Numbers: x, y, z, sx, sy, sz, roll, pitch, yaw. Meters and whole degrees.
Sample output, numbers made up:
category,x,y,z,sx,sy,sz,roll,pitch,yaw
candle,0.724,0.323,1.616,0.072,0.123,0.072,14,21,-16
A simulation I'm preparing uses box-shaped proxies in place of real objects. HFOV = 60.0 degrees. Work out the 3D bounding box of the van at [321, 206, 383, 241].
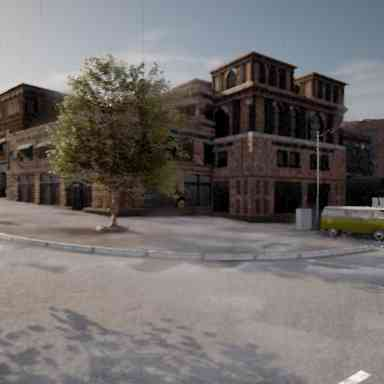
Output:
category,x,y,z,sx,sy,sz,roll,pitch,yaw
van,10.640,1.944,21.109,4.442,1.987,1.878,1,-3,34
